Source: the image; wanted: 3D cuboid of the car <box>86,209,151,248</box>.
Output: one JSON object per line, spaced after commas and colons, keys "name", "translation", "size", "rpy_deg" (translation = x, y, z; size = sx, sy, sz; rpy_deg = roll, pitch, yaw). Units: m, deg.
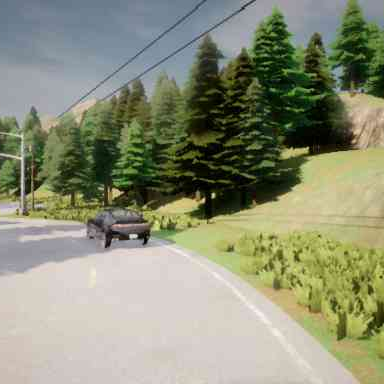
{"name": "car", "translation": [-3.426, 1.494, 14.928], "size": [2.128, 1.511, 4.902], "rpy_deg": [0, 0, -29]}
